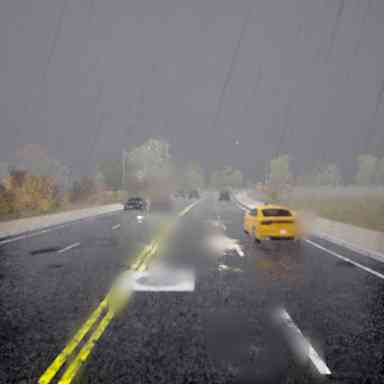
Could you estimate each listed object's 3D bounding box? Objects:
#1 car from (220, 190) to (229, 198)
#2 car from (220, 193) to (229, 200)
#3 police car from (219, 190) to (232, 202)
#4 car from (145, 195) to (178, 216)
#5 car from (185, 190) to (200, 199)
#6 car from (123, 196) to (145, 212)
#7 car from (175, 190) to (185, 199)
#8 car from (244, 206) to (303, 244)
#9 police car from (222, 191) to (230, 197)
[{"bbox_3d":[8.260,0.431,83.091,2.150,2.045,5.566,0,1,7],"label":"car"},{"bbox_3d":[7.040,0.899,72.207,1.994,1.385,4.181,0,1,6],"label":"car"},{"bbox_3d":[6.002,0.880,61.441,1.930,1.638,5.238,0,1,5],"label":"police car"},{"bbox_3d":[-2.660,1.263,29.916,1.837,1.490,4.892,0,0,3],"label":"car"},{"bbox_3d":[0.484,0.535,71.980,2.150,2.045,5.566,0,1,6],"label":"car"},{"bbox_3d":[-5.711,1.225,34.151,1.837,1.490,4.892,0,1,3],"label":"car"},{"bbox_3d":[-2.434,0.479,75.294,2.150,2.045,5.566,0,1,6],"label":"car"},{"bbox_3d":[3.553,1.363,15.269,1.882,1.535,5.008,0,0,1],"label":"car"},{"bbox_3d":[9.641,0.583,93.902,2.038,1.542,4.974,0,1,8],"label":"police car"}]
